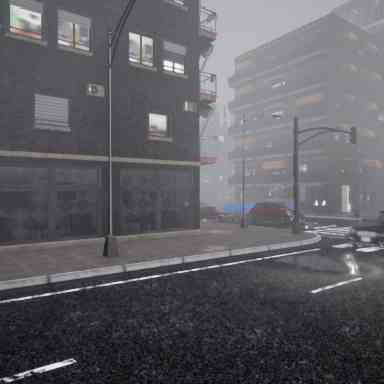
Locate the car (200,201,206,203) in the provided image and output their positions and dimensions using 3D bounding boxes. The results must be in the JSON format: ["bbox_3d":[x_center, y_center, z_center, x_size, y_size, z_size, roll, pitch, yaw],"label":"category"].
[{"bbox_3d":[0.695,1.707,34.586,2.097,1.767,4.553,0,-1,-36],"label":"car"}]

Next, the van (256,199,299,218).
[{"bbox_3d":[8.603,1.602,33.556,1.690,1.788,3.998,-1,0,-36],"label":"van"}]

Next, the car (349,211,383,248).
[{"bbox_3d":[8.369,1.505,13.607,4.902,1.511,2.128,1,0,-35],"label":"car"}]

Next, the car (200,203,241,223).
[{"bbox_3d":[1.852,1.874,28.654,1.802,1.307,4.206,-1,0,-36],"label":"car"}]

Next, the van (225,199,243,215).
[{"bbox_3d":[5.297,1.676,38.079,1.690,1.788,3.998,-1,0,-36],"label":"van"}]

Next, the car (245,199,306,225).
[{"bbox_3d":[6.682,1.574,26.417,2.097,1.767,4.553,0,-1,-36],"label":"car"}]
